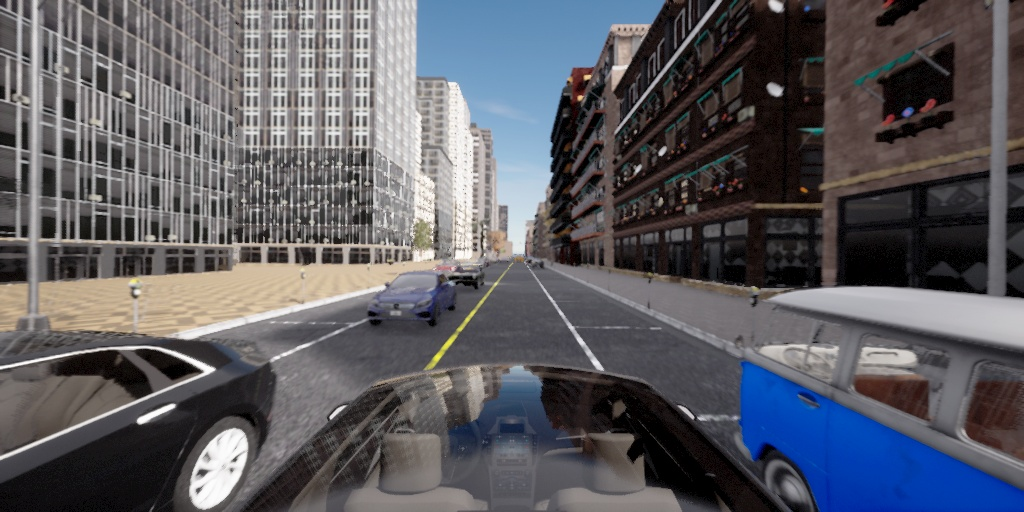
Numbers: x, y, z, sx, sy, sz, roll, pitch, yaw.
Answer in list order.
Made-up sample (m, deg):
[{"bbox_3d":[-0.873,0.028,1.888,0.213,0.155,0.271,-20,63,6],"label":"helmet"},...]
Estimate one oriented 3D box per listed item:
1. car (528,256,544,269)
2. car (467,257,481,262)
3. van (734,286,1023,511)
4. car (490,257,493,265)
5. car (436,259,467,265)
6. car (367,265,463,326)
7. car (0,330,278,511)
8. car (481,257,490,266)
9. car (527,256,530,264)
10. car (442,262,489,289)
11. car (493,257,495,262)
[{"bbox_3d":[3.668,1.105,51.183,2.007,1.370,4.403,0,0,1],"label":"car"},{"bbox_3d":[-4.942,1.032,40.124,1.751,1.417,4.829,0,0,1],"label":"car"},{"bbox_3d":[2.640,1.122,1.402,1.690,1.789,3.998,0,0,1],"label":"van"},{"bbox_3d":[-4.596,0.877,56.888,1.967,1.591,4.097,0,0,1],"label":"car"},{"bbox_3d":[-5.168,0.995,29.230,1.967,1.591,4.097,0,0,1],"label":"car"},{"bbox_3d":[-2.933,1.193,11.501,1.812,1.442,4.674,1,0,1],"label":"car"},{"bbox_3d":[-3.144,1.222,1.380,1.837,1.490,4.892,1,0,1],"label":"car"},{"bbox_3d":[-4.710,1.010,51.357,2.007,1.370,4.403,0,0,1],"label":"car"},{"bbox_3d":[3.782,1.082,56.715,2.007,1.370,4.403,0,0,1],"label":"car"},{"bbox_3d":[-2.717,1.220,21.594,1.895,1.301,4.718,1,0,1],"label":"car"},{"bbox_3d":[-4.482,0.965,62.419,2.007,1.370,4.403,0,0,1],"label":"car"}]
